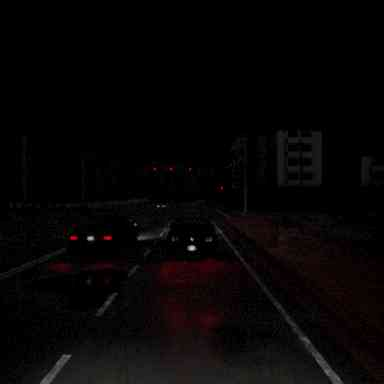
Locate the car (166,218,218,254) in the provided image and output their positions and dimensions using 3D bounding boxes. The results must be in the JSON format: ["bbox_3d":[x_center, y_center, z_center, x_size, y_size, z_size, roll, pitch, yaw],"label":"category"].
[{"bbox_3d":[-0.002,1.733,14.106,1.895,1.301,4.718,0,0,0],"label":"car"}]

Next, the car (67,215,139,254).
[{"bbox_3d":[-3.503,1.679,13.989,2.033,1.411,5.357,0,-1,0],"label":"car"}]

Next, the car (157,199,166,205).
[{"bbox_3d":[-7.020,2.254,76.626,2.033,1.411,5.357,0,-1,0],"label":"car"}]

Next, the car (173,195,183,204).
[{"bbox_3d":[-3.521,1.847,83.952,2.150,2.045,5.566,0,-1,0],"label":"car"}]

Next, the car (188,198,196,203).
[{"bbox_3d":[-0.021,2.216,83.963,1.895,1.301,4.718,0,-1,0],"label":"car"}]
